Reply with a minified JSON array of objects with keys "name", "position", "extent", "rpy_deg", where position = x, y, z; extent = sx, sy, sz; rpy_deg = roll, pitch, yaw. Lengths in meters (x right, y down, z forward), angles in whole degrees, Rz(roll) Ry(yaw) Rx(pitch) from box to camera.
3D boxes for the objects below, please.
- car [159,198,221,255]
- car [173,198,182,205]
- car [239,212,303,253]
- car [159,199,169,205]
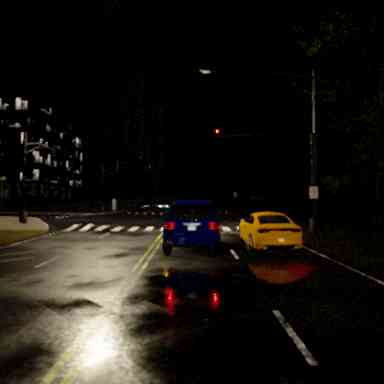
[{"name":"car","position":[-0.005,1.353,14.047],"extent":[2.150,2.045,5.566],"rpy_deg":[0,0,0]},{"name":"car","position":[-3.281,2.222,77.446],"extent":[1.882,1.535,5.008],"rpy_deg":[0,-1,0]},{"name":"car","position":[3.239,1.605,14.493],"extent":[1.882,1.535,5.008],"rpy_deg":[-1,0,0]},{"name":"car","position":[-6.531,2.339,77.414],"extent":[1.895,1.301,4.718],"rpy_deg":[0,-1,0]}]
